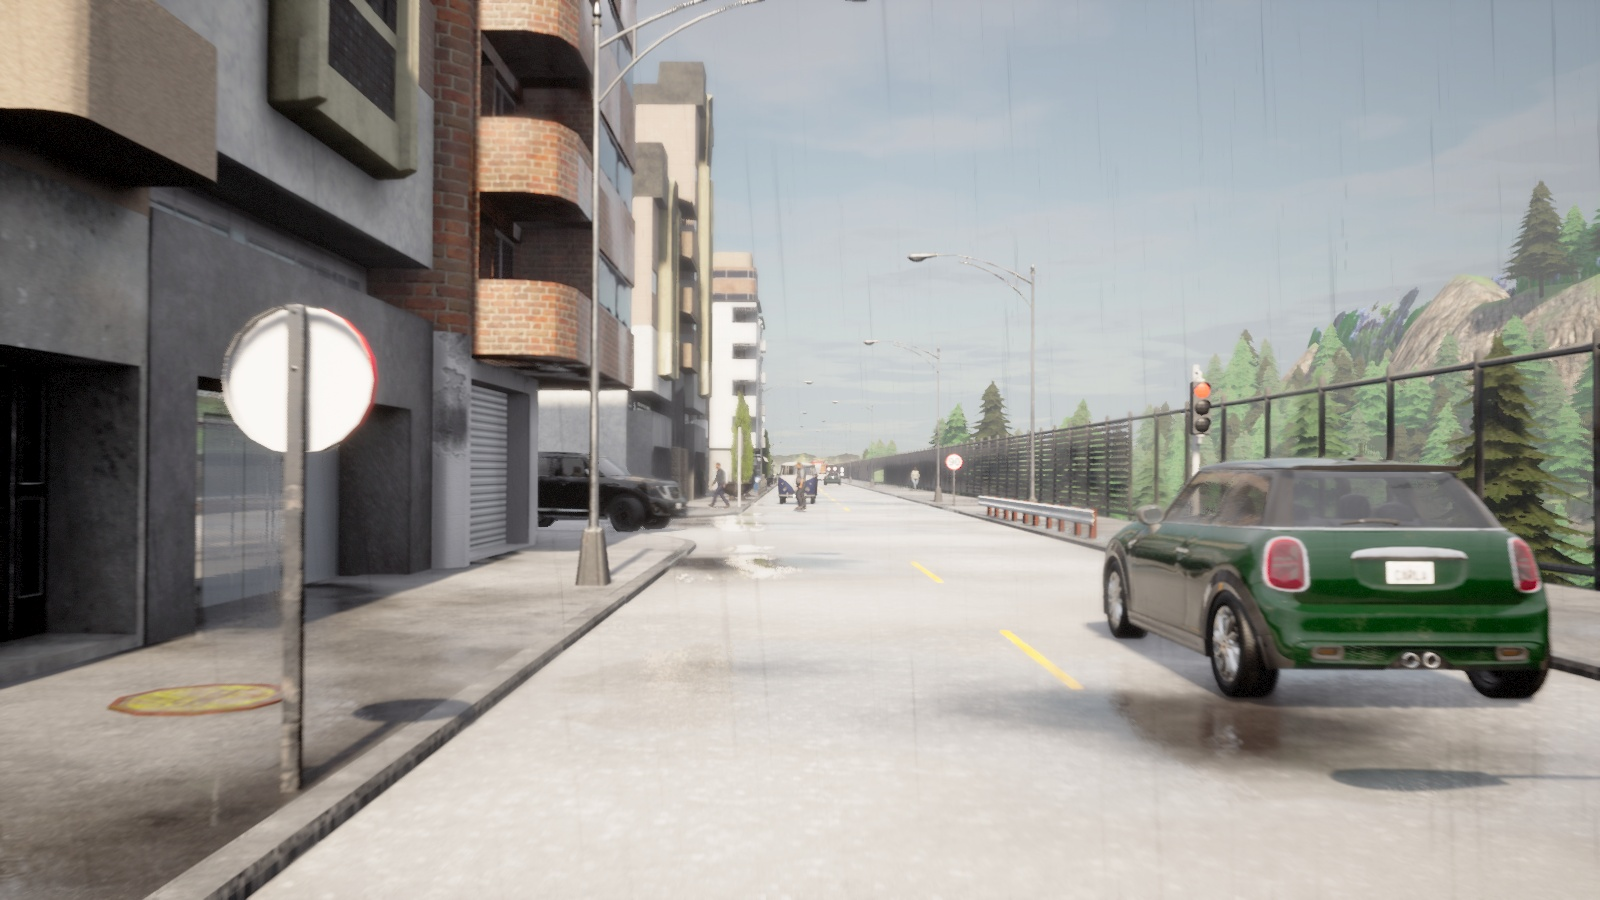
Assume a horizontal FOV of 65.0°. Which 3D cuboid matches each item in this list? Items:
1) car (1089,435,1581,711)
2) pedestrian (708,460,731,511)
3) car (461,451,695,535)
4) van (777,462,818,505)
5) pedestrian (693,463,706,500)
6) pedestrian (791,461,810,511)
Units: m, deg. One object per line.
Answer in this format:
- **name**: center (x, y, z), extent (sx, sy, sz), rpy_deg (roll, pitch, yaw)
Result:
- **car**: center (3.972, 0.831, 10.376), extent (2.097, 1.767, 4.553), rpy_deg (0, -1, 0)
- **pedestrian**: center (-3.093, 1.343, 48.164), extent (0.788, 1.949, 0.423), rpy_deg (0, -1, -18)
- **car**: center (-5.711, 1.100, 32.460), extent (5.566, 2.045, 2.150), rpy_deg (0, -1, 15)
- **van**: center (-0.073, 1.573, 60.057), extent (1.775, 1.987, 4.442), rpy_deg (0, -1, 2)
- **pedestrian**: center (-5.340, 1.661, 66.608), extent (0.423, 1.949, 0.788), rpy_deg (0, -1, 15)
- **pedestrian**: center (0.028, 1.337, 46.956), extent (0.694, 1.848, 0.540), rpy_deg (0, -1, 0)
